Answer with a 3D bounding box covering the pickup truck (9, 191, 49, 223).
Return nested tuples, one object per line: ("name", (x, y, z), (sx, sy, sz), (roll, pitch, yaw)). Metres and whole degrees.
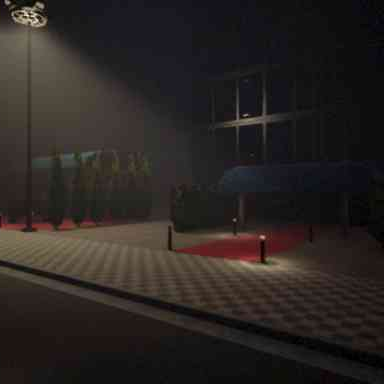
("pickup truck", (-11.607, 1.005, 23.973), (2.390, 2.098, 6.274), (0, 0, -24))
